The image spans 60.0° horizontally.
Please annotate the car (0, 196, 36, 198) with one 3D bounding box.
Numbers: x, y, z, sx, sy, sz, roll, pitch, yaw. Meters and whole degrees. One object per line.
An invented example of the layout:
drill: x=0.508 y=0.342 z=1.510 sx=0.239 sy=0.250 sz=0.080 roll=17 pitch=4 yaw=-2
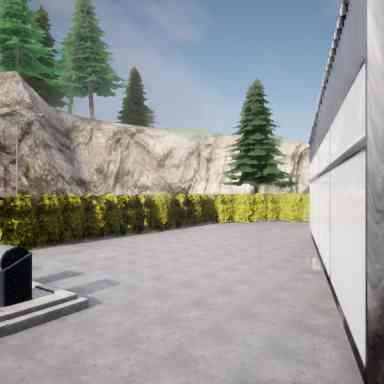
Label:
car: x=-8.815 y=1.227 z=19.019 sx=2.150 sy=2.045 sz=5.566 roll=0 pitch=0 yaw=35
